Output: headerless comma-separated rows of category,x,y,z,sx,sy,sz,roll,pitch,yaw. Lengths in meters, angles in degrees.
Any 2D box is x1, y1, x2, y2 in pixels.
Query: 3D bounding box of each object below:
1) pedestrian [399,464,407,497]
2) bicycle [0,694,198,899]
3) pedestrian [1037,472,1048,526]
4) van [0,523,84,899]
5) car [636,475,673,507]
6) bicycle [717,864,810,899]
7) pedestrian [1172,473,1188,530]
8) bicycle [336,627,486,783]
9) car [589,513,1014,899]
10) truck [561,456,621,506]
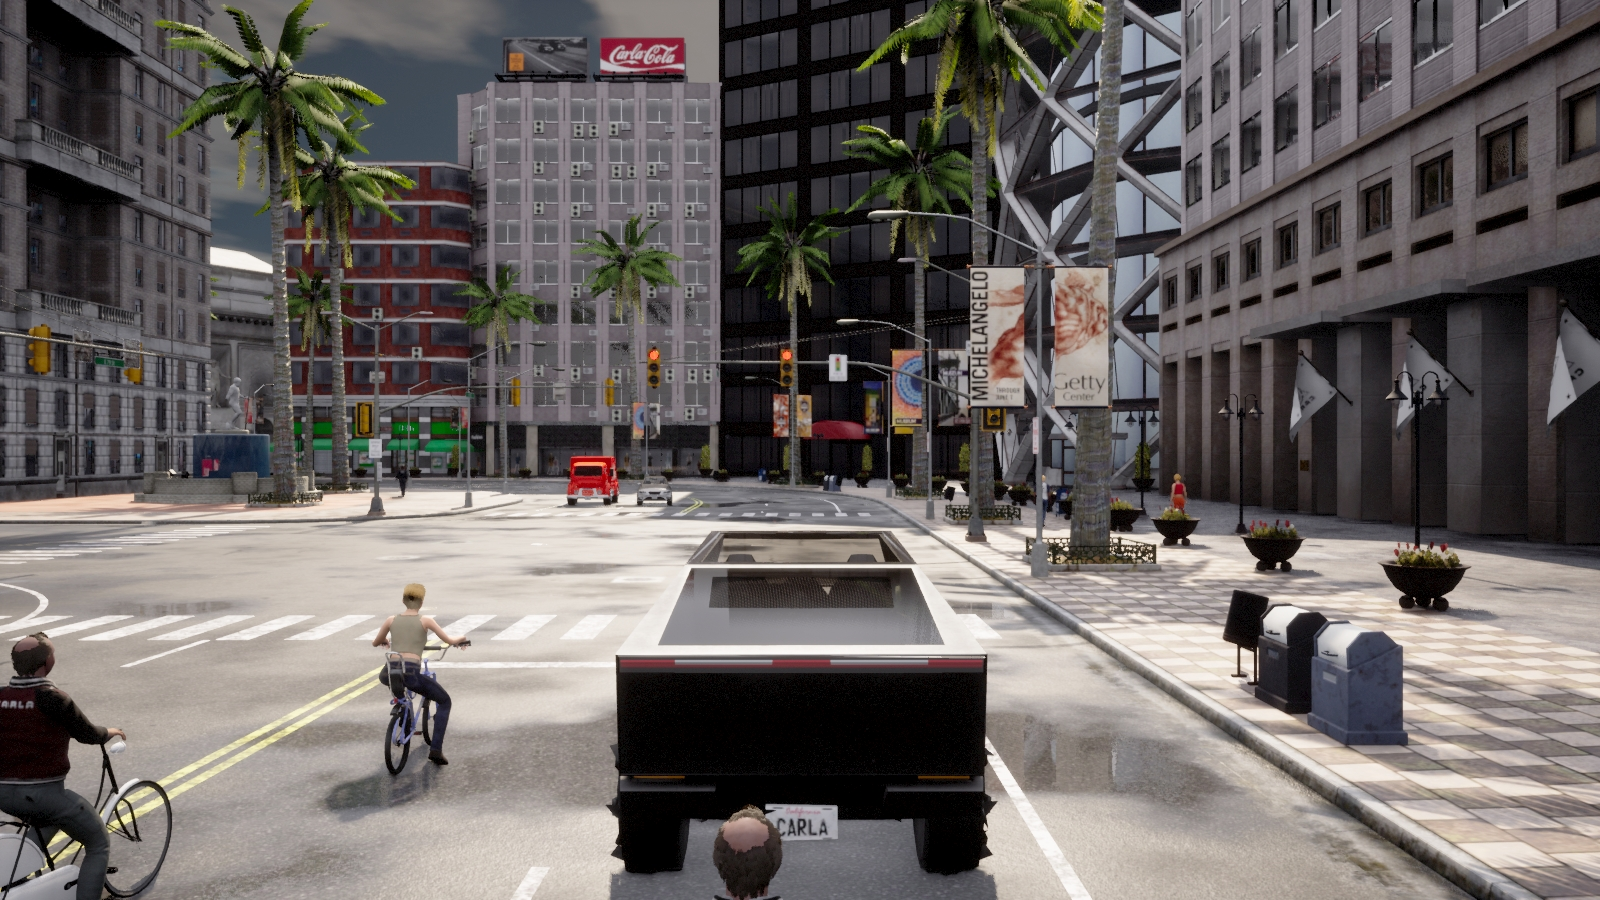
pedestrian,-22.416,1.696,64.512,0.375,1.860,0.375,0,0,-20
bicycle,-4.243,2.210,6.662,0.329,1.171,1.835,0,0,6
pedestrian,8.367,1.694,39.446,0.375,1.860,0.375,0,0,10
van,-3.501,1.534,1.043,1.988,2.561,5.915,0,0,0
car,-7.460,2.066,58.811,1.816,1.474,4.193,0,0,-7
bicycle,-0.147,2.210,3.549,0.329,1.171,1.835,0,0,1
pedestrian,12.522,1.704,37.660,0.375,1.860,0.375,0,0,-4
bicycle,-3.473,2.256,10.347,0.859,1.080,1.487,0,0,0
car,0.011,1.753,9.550,2.390,2.098,6.274,0,0,0
truck,-10.821,1.568,59.475,2.627,2.467,5.204,0,0,-5
